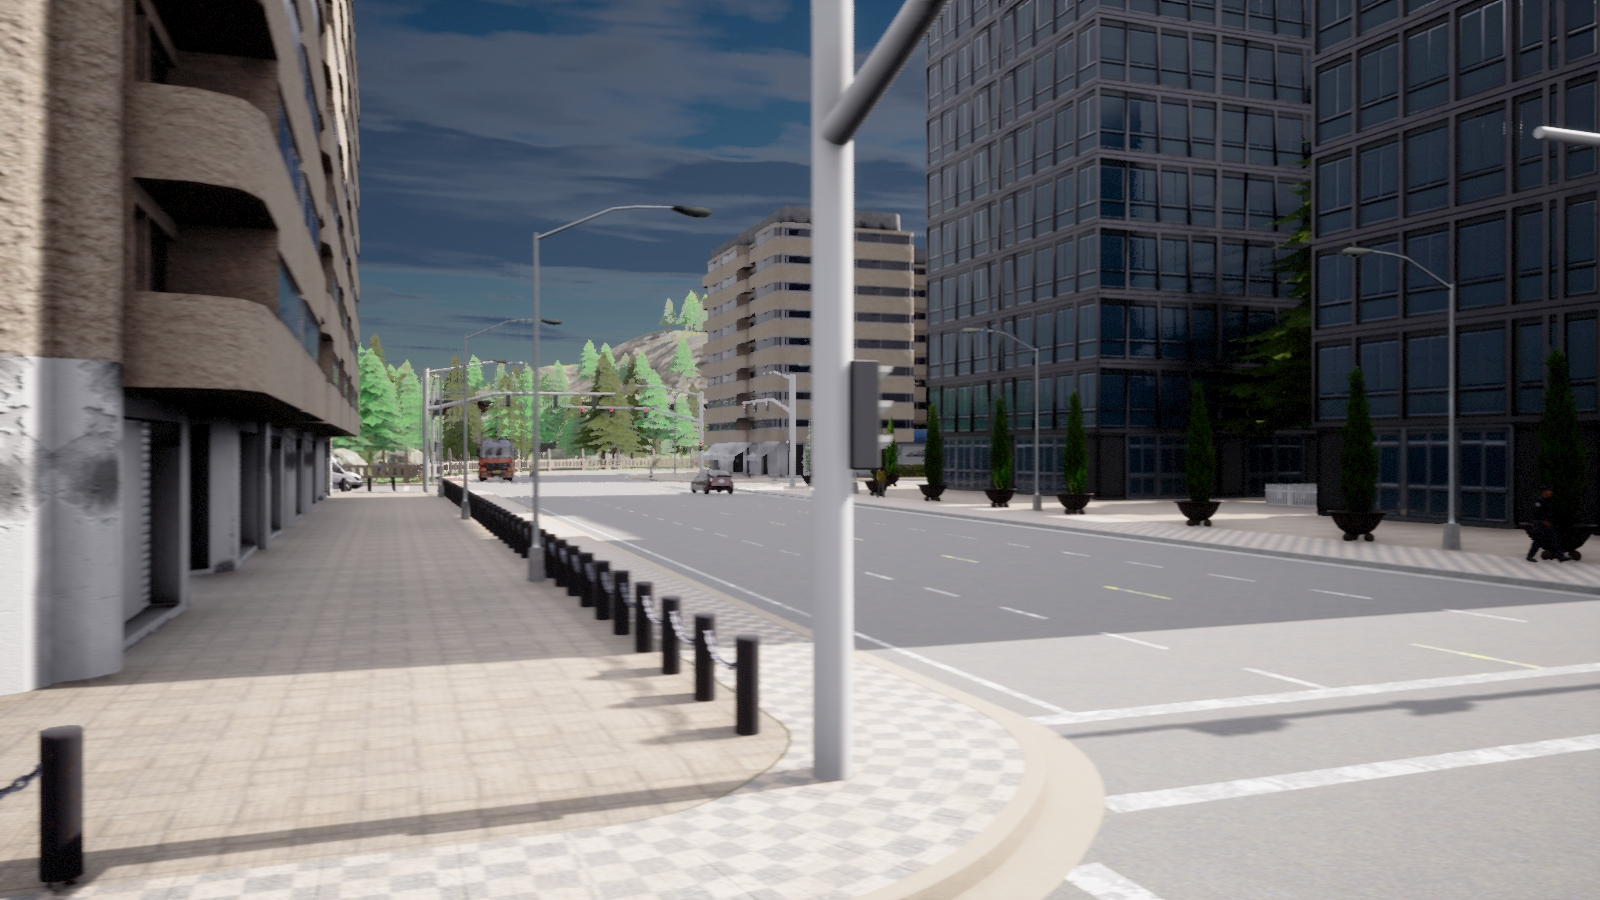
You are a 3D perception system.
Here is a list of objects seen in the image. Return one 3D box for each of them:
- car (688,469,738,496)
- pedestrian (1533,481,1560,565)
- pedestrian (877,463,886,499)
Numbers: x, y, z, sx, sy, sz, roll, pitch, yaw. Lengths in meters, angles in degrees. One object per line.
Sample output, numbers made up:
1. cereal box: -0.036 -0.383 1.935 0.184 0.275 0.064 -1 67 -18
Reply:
1. car: -5.479 1.986 71.433 2.007 1.525 4.514 0 0 -20
2. pedestrian: 16.870 1.641 25.822 0.375 1.860 0.375 0 0 -24
3. pedestrian: 4.322 1.642 60.550 0.375 1.860 0.375 0 0 -20
